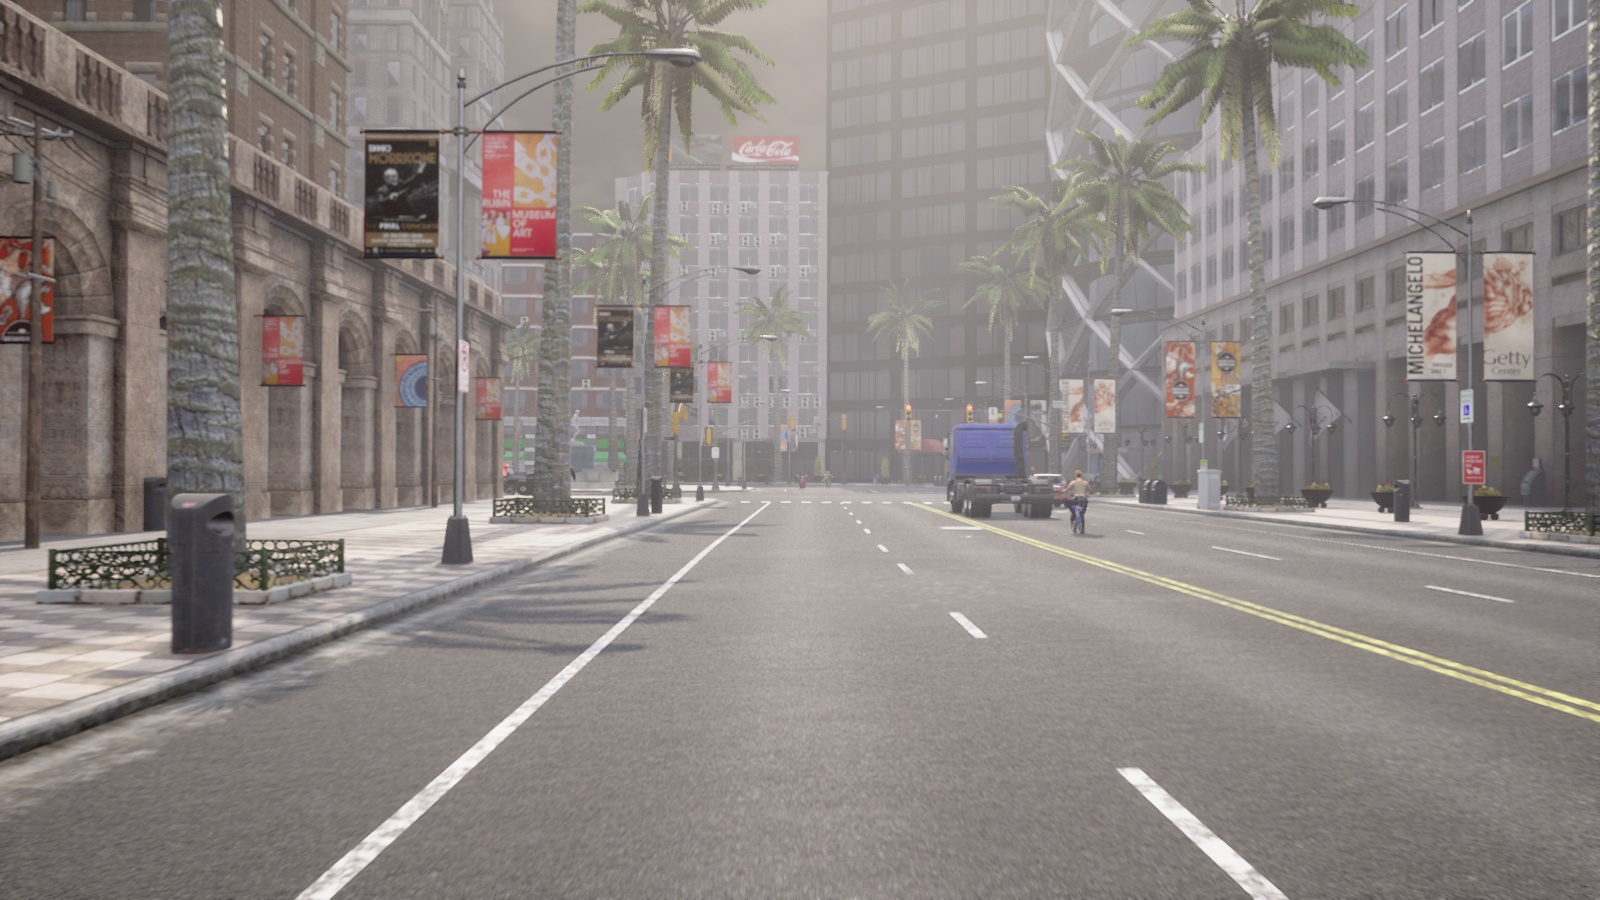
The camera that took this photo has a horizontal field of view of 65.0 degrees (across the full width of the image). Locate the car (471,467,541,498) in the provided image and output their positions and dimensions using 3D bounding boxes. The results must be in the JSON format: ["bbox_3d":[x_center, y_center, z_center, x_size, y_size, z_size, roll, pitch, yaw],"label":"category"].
[{"bbox_3d":[-18.032,1.973,77.085,3.866,1.878,1.905,0,-1,1],"label":"car"}]

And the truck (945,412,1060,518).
[{"bbox_3d":[7.130,0.563,45.357,2.891,3.462,7.936,0,-1,0],"label":"truck"}]

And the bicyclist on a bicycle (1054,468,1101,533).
[{"bbox_3d":[7.000,1.255,31.774,0.866,1.612,1.509,0,-1,1],"label":"bicyclist on a bicycle"}]

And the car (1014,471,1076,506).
[{"bbox_3d":[10.717,1.660,55.152,1.970,1.475,3.806,0,-1,1],"label":"car"}]
